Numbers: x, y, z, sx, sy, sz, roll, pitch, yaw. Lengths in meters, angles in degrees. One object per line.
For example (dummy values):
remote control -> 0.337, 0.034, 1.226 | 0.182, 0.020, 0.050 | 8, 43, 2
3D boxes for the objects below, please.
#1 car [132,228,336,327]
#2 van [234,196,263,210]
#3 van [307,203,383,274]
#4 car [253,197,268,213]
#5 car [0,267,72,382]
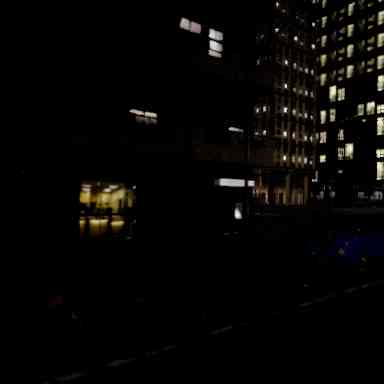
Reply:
car -> 0.877, 1.587, 7.119 | 4.313, 1.339, 1.947 | 0, 1, -35
van -> 7.775, 1.517, 46.127 | 1.690, 1.788, 3.998 | 2, -1, -35
van -> 5.298, 1.385, 10.465 | 3.998, 1.788, 1.690 | 0, 1, -35
car -> 6.417, 1.525, 38.022 | 1.882, 1.535, 5.008 | 2, -1, -35
car -> -3.638, 1.579, 3.908 | 4.206, 1.307, 1.802 | 0, 1, -35
